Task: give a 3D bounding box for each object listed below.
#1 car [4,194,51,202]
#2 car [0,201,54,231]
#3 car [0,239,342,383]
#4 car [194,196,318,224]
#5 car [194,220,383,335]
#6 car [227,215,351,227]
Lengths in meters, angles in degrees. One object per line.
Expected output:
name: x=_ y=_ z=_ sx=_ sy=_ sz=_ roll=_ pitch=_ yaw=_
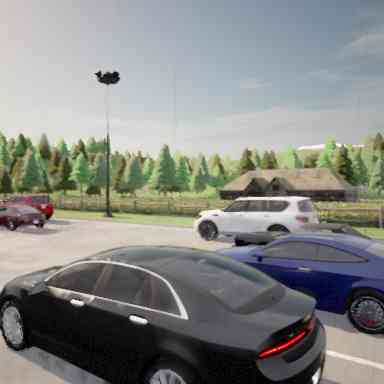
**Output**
car: x=-13.252 y=1.203 z=26.353 sx=5.566 sy=2.045 sz=2.150 roll=0 pitch=0 yaw=36
car: x=-10.743 y=1.511 z=20.246 sx=4.674 sy=1.442 sz=1.812 roll=0 pitch=0 yaw=35
car: x=-0.797 y=1.503 z=4.562 sx=4.892 sy=1.490 sz=1.837 roll=0 pitch=0 yaw=36
car: x=2.765 y=1.216 z=14.922 sx=5.566 sy=2.045 sz=2.150 roll=0 pitch=0 yaw=36
car: x=2.254 y=1.524 z=6.684 sx=4.674 sy=1.442 sz=1.812 roll=0 pitch=0 yaw=36
car: x=3.589 y=1.598 z=10.032 sx=4.718 sy=1.301 sz=1.895 roll=0 pitch=0 yaw=36
